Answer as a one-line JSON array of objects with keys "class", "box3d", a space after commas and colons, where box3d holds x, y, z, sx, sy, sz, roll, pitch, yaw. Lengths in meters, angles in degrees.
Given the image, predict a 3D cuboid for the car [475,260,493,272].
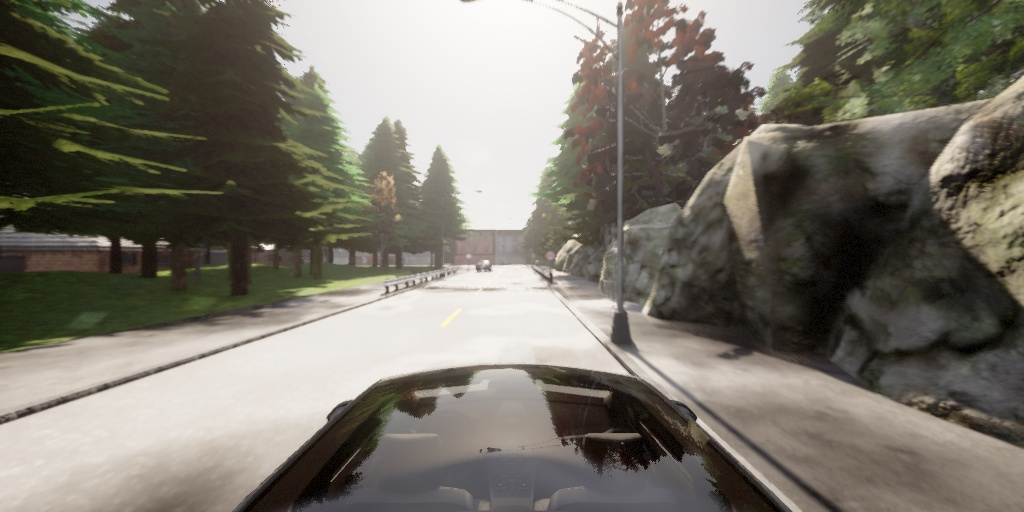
[{"class": "car", "box3d": [-3.539, 1.254, 45.869, 2.128, 1.511, 4.902, 0, 0, 1]}]
